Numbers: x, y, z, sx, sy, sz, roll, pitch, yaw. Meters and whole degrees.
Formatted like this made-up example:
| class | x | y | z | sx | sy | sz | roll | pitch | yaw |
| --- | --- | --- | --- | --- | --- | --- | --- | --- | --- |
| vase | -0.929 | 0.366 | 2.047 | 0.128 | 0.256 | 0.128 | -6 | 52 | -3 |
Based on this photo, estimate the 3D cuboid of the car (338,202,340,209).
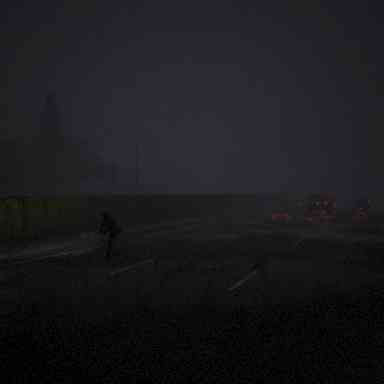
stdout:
| class | x | y | z | sx | sy | sz | roll | pitch | yaw |
| --- | --- | --- | --- | --- | --- | --- | --- | --- | --- |
| car | 18.224 | 1.601 | 43.538 | 1.895 | 1.301 | 4.718 | 0 | 0 | 29 |

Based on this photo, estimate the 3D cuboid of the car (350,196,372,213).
| class | x | y | z | sx | sy | sz | roll | pitch | yaw |
| --- | --- | --- | --- | --- | --- | --- | --- | --- | --- |
| car | 19.279 | 1.505 | 37.962 | 1.837 | 1.490 | 4.892 | 0 | 0 | 28 |

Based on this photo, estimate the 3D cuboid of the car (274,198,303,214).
| class | x | y | z | sx | sy | sz | roll | pitch | yaw |
| --- | --- | --- | --- | --- | --- | --- | --- | --- | --- |
| car | 10.240 | 1.478 | 35.937 | 1.882 | 1.535 | 5.008 | 0 | 0 | 28 |

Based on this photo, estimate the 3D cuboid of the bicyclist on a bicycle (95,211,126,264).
| class | x | y | z | sx | sy | sz | roll | pitch | yaw |
| --- | --- | --- | --- | --- | --- | --- | --- | --- | --- |
| bicyclist on a bicycle | -2.665 | 1.455 | 10.693 | 1.656 | 1.620 | 0.582 | -3 | -2 | 40 |

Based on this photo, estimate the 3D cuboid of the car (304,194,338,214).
| class | x | y | z | sx | sy | sz | roll | pitch | yaw |
| --- | --- | --- | --- | --- | --- | --- | --- | --- | --- |
| car | 13.660 | 1.221 | 35.051 | 2.150 | 2.045 | 5.566 | 0 | 0 | 29 |
